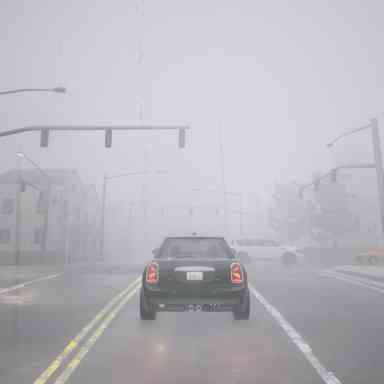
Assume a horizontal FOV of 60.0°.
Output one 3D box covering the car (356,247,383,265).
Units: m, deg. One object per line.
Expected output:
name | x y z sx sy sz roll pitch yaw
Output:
car | 16.459 5.362 28.066 5.008 1.535 1.882 0 -11 1

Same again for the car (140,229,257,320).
car | 0.060 1.807 8.228 2.097 1.767 4.553 0 -7 0

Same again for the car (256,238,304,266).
car | 5.450 4.468 24.941 5.566 2.045 2.150 -3 -11 15
